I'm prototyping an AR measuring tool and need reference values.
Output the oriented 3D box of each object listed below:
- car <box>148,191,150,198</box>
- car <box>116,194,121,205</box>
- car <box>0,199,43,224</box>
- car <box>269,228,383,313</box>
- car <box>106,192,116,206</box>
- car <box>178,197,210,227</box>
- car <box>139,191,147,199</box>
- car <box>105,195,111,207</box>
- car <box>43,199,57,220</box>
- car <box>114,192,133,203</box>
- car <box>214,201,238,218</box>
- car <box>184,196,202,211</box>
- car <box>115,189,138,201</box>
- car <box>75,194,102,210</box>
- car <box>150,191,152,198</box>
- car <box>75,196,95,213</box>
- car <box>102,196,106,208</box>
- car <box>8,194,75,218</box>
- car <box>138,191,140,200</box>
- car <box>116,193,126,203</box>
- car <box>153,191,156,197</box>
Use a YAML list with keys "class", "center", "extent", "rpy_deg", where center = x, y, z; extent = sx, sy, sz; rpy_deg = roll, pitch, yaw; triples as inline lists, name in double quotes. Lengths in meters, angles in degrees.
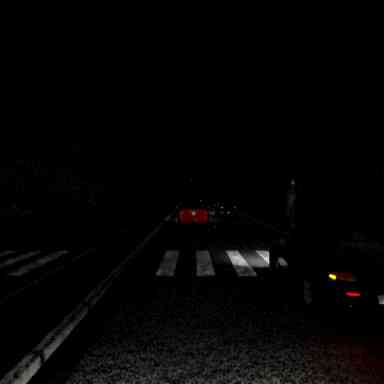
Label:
- class: "car"
  center: [-13.823, 0.909, 84.147]
  extent: [4.553, 1.767, 2.185]
  rpy_deg: [-1, 0, -20]
- class: "car"
  center: [-13.817, 1.440, 51.148]
  extent: [4.674, 1.452, 2.002]
  rpy_deg: [-1, 0, -20]
- class: "car"
  center: [-14.007, 1.551, 24.050]
  extent: [5.366, 1.575, 1.946]
  rpy_deg: [-1, 0, -20]
- class: "car"
  center: [3.101, 1.547, 7.579]
  extent: [1.812, 1.442, 4.674]
  rpy_deg: [0, 0, 0]
- class: "car"
  center: [-13.849, 1.310, 48.136]
  extent: [4.553, 1.767, 2.185]
  rpy_deg: [-1, 0, -20]
- class: "car"
  center: [0.104, 1.411, 23.499]
  extent: [2.097, 1.767, 4.553]
  rpy_deg: [0, 0, 0]
- class: "car"
  center: [-13.824, 0.857, 75.133]
  extent: [5.566, 2.045, 2.435]
  rpy_deg: [-1, 1, -20]
- class: "car"
  center: [-13.822, 1.510, 45.149]
  extent: [4.674, 1.452, 2.002]
  rpy_deg: [-1, 0, -20]
- class: "car"
  center: [-13.837, 1.593, 27.123]
  extent: [4.674, 1.452, 2.002]
  rpy_deg: [-1, 0, -20]
- class: "car"
  center: [-13.782, 1.310, 60.165]
  extent: [4.792, 1.488, 2.163]
  rpy_deg: [-1, 1, -20]
- class: "car"
  center: [3.104, 1.551, 30.620]
  extent: [2.128, 1.511, 4.902]
  rpy_deg: [0, 0, 0]
- class: "car"
  center: [0.106, 1.362, 41.025]
  extent: [2.097, 1.767, 4.553]
  rpy_deg: [0, 0, 0]
- class: "car"
  center: [-13.785, 0.991, 63.164]
  extent: [5.566, 2.045, 2.435]
  rpy_deg: [-1, 0, -20]
- class: "car"
  center: [-13.853, 1.265, 39.123]
  extent: [5.566, 2.045, 2.435]
  rpy_deg: [-1, 1, -20]
- class: "car"
  center: [-13.795, 1.016, 87.158]
  extent: [4.892, 1.521, 2.231]
  rpy_deg: [-1, 0, -20]
- class: "car"
  center: [-13.654, 1.527, 36.197]
  extent: [5.366, 1.575, 1.946]
  rpy_deg: [-1, 0, -20]
- class: "car"
  center: [-13.847, 1.523, 42.124]
  extent: [4.792, 1.488, 2.163]
  rpy_deg: [-1, 1, -20]
- class: "car"
  center: [-13.808, 1.303, 30.143]
  extent: [5.566, 2.045, 2.435]
  rpy_deg: [-1, 0, -20]
- class: "car"
  center: [-13.629, 1.198, 66.219]
  extent: [5.366, 1.575, 1.946]
  rpy_deg: [-1, 1, -20]
- class: "car"
  center: [-13.806, 1.362, 54.148]
  extent: [5.008, 1.535, 2.097]
  rpy_deg: [-1, 1, -20]
- class: "car"
  center: [-13.811, 0.728, 93.144]
  extent: [5.566, 2.045, 2.435]
  rpy_deg: [-1, 1, -20]
